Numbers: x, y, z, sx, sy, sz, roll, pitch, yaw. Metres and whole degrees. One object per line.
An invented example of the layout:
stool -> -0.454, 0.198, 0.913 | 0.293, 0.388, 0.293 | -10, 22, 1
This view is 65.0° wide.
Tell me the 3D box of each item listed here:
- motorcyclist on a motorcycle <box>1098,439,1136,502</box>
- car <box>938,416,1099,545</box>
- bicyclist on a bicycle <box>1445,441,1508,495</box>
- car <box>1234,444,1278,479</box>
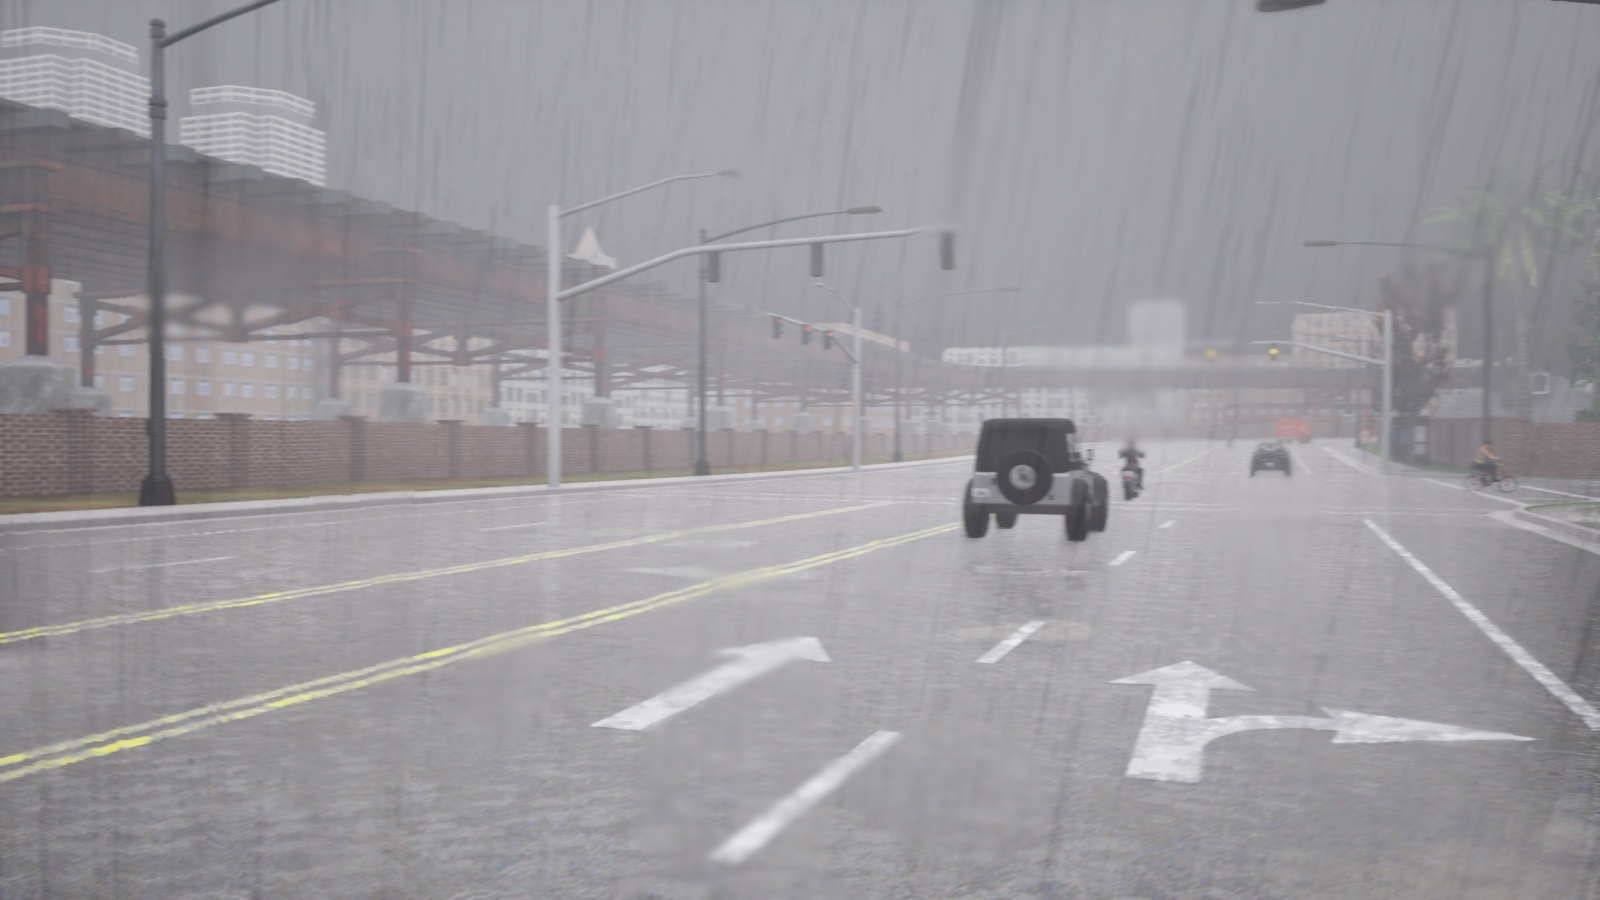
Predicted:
motorcyclist on a motorcycle -> 8.628, 0.533, 34.103 | 0.766, 1.649, 2.350 | 0, 0, 20
car -> 3.651, 0.436, 20.438 | 1.905, 1.878, 3.866 | 0, 0, 20
bicyclist on a bicycle -> 20.892, 0.546, 38.802 | 1.509, 1.612, 0.866 | 1, 2, 11
car -> 20.533, 0.474, 56.554 | 1.816, 1.474, 4.193 | 0, 1, 20
